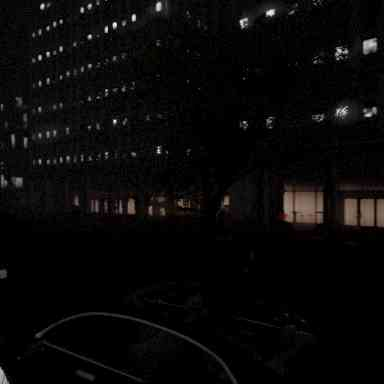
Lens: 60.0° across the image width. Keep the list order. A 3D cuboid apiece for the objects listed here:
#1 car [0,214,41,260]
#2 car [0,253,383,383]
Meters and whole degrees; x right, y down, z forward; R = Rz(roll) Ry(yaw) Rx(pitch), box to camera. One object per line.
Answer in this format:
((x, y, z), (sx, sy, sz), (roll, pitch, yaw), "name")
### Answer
((-4.811, 1.311, 6.310), (5.009, 1.841, 2.192), (0, 0, 36), "car")
((-0.314, 1.550, 3.102), (4.403, 1.369, 2.008), (0, 0, 36), "car")
